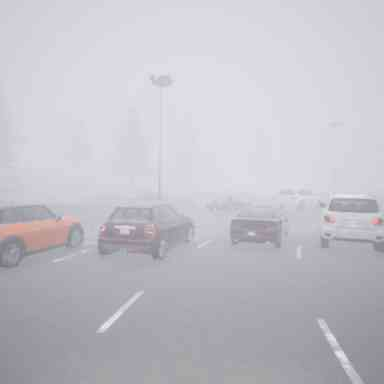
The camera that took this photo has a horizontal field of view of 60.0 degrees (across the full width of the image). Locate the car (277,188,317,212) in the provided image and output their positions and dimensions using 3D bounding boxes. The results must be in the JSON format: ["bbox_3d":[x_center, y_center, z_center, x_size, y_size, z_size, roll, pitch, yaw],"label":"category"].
[{"bbox_3d":[10.072,0.692,31.153,5.566,2.045,2.150,0,1,-43],"label":"car"}]

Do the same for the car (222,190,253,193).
[{"bbox_3d":[7.608,0.477,52.129,4.902,1.511,2.128,-1,2,-40],"label":"car"}]

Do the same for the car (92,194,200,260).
[{"bbox_3d":[-1.423,1.146,11.974,2.097,1.767,4.553,1,2,16],"label":"car"}]

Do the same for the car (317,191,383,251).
[{"bbox_3d":[6.591,1.081,13.913,2.150,2.045,5.566,1,2,23],"label":"car"}]

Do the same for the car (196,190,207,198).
[{"bbox_3d":[2.771,0.321,57.216,5.008,1.535,1.882,-1,2,-39],"label":"car"}]

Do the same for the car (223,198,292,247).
[{"bbox_3d":[2.991,1.264,14.154,1.882,1.535,5.008,1,2,21],"label":"car"}]

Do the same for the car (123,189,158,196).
[{"bbox_3d":[-5.288,0.719,40.324,2.033,1.411,5.357,1,1,42],"label":"car"}]

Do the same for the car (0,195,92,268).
[{"bbox_3d":[-5.431,1.124,10.692,2.097,1.767,4.553,1,1,13],"label":"car"}]

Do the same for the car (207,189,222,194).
[{"bbox_3d":[5.381,0.345,54.826,4.902,1.511,2.128,-1,2,-40],"label":"car"}]

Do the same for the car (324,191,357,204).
[{"bbox_3d":[19.624,0.657,43.866,5.008,1.535,1.882,-2,2,-39],"label":"car"}]

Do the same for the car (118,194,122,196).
[{"bbox_3d":[-6.956,0.442,43.865,2.097,1.767,4.553,2,2,44],"label":"car"}]

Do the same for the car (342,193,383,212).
[{"bbox_3d":[16.526,0.960,32.046,5.008,1.535,1.882,-1,2,-41],"label":"car"}]

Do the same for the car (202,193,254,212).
[{"bbox_3d":[3.263,1.068,28.847,1.895,1.301,4.718,1,1,39],"label":"car"}]

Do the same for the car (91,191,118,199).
[{"bbox_3d":[-11.708,0.598,43.841,2.033,1.411,5.357,1,1,41],"label":"car"}]
